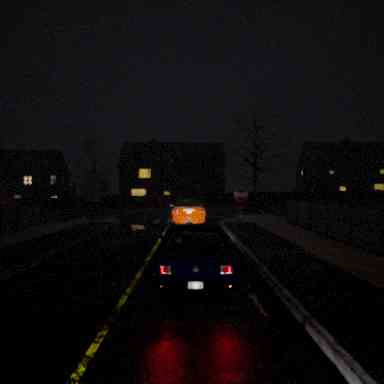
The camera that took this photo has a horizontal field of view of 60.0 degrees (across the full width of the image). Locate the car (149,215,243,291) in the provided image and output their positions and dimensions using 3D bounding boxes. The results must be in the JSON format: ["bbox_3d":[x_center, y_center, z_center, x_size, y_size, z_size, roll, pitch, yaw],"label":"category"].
[{"bbox_3d":[0.067,1.532,8.757,1.895,1.301,4.718,0,0,0],"label":"car"}]

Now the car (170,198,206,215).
[{"bbox_3d":[-0.347,1.196,21.660,2.097,1.767,4.553,0,0,-5],"label":"car"}]
